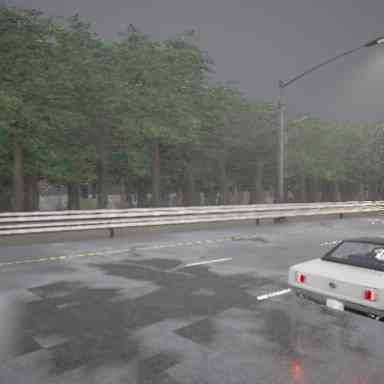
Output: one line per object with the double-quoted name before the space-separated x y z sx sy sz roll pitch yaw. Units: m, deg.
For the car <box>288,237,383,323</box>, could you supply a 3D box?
"car" 4.210 1.603 6.870 4.718 1.301 1.895 0 0 -36
